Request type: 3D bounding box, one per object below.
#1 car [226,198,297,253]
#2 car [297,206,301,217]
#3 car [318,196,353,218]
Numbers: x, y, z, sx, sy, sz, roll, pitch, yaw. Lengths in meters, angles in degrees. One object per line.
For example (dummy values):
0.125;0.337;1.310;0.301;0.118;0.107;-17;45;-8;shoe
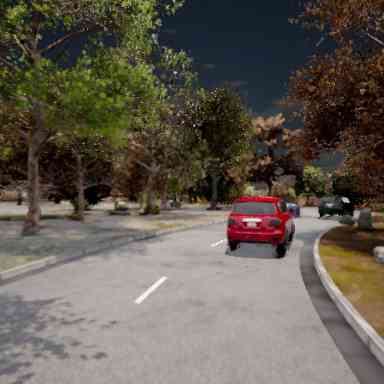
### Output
3.070;1.250;14.231;2.150;2.045;5.566;0;0;21;car
8.499;1.638;30.343;1.812;1.442;4.674;0;0;36;car
13.387;1.348;30.832;2.150;2.045;5.566;0;0;35;car
